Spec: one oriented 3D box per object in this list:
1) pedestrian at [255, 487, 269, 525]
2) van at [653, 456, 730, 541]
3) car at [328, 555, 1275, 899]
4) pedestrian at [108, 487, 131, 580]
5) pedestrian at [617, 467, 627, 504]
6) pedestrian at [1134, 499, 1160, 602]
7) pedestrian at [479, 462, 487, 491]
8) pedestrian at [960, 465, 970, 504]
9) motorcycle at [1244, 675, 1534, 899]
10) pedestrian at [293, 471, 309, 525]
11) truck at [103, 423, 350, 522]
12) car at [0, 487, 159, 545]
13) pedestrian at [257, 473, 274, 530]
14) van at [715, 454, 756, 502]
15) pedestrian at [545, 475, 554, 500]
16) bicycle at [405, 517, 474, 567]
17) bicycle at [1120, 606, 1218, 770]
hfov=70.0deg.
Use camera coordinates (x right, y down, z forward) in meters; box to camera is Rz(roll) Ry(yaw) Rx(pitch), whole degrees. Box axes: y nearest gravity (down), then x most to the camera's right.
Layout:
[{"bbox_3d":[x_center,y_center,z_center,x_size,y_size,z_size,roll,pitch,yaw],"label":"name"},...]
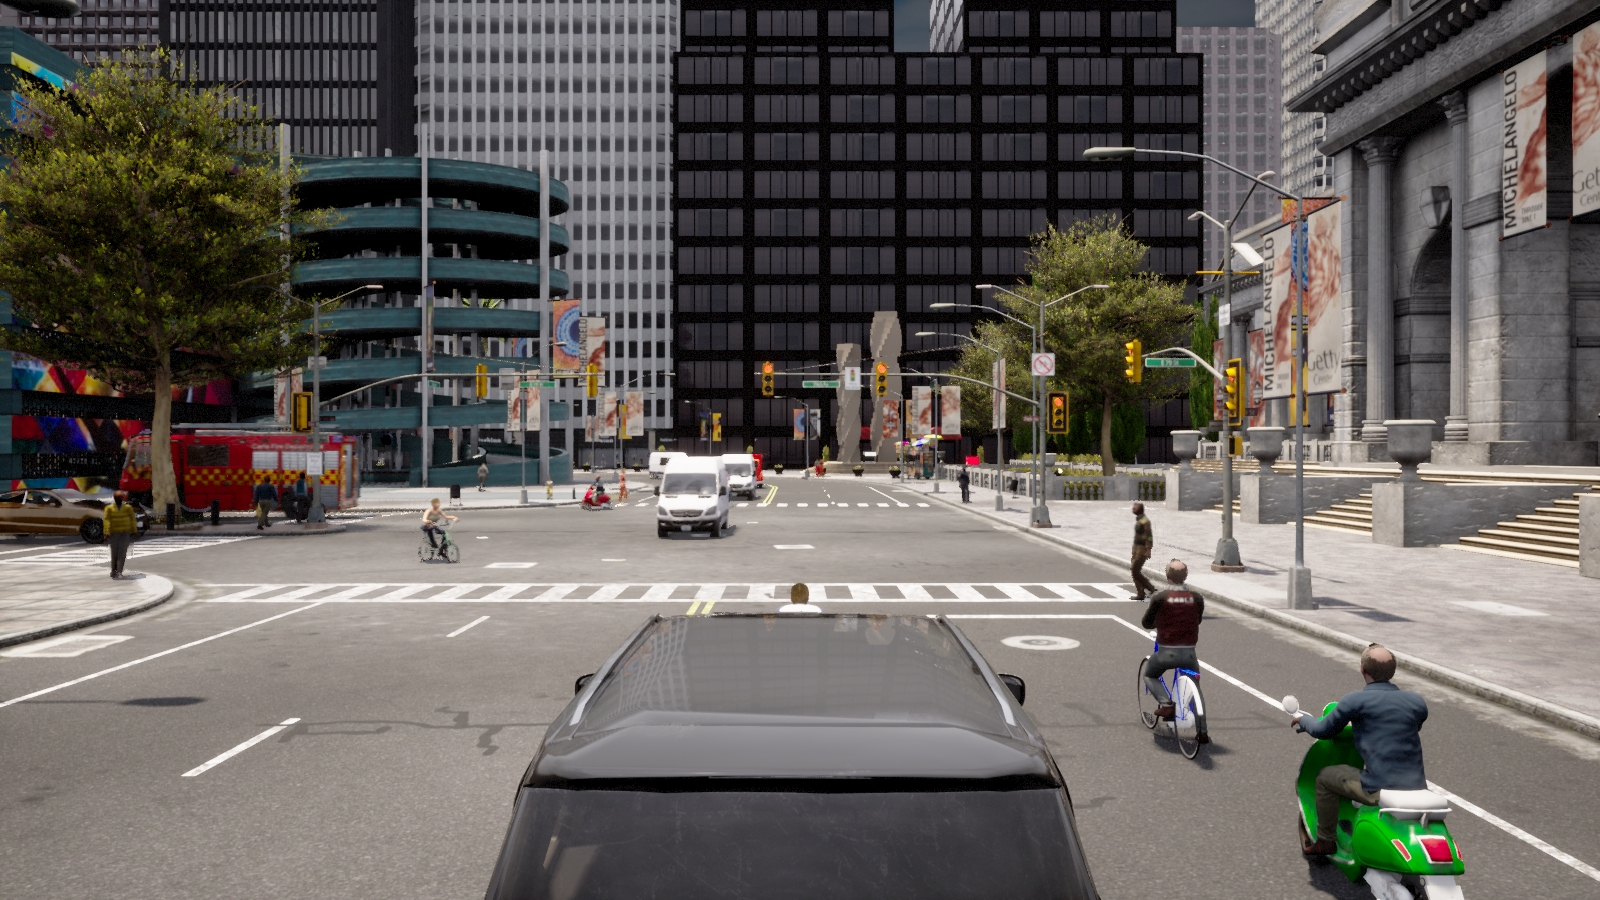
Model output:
[{"bbox_3d":[-18.941,1.968,40.242,0.375,1.300,0.375,0,0,-11],"label":"pedestrian"},{"bbox_3d":[-3.516,1.518,38.053,1.988,2.561,5.915,0,0,0],"label":"van"},{"bbox_3d":[0.021,1.777,5.375,2.150,2.045,5.566,0,0,0],"label":"car"},{"bbox_3d":[-13.827,1.689,23.221,0.375,1.860,0.375,0,0,-34],"label":"pedestrian"},{"bbox_3d":[-9.131,1.826,58.726,0.375,1.860,0.375,0,0,16],"label":"pedestrian"},{"bbox_3d":[6.381,1.841,21.022,0.375,1.860,0.375,0,0,0],"label":"pedestrian"},{"bbox_3d":[-19.963,1.668,71.849,0.375,1.860,0.375,0,0,6],"label":"pedestrian"},{"bbox_3d":[8.059,1.674,55.767,0.375,1.860,0.375,0,0,-13],"label":"pedestrian"},{"bbox_3d":[3.509,2.179,7.029,0.856,1.236,1.805,0,0,0],"label":"motorcycle"},{"bbox_3d":[-17.636,1.689,40.358,0.375,1.860,0.375,0,0,8],"label":"pedestrian"},{"bbox_3d":[-23.040,0.872,46.351,8.468,3.827,2.891,0,0,-7],"label":"truck"},{"bbox_3d":[-22.652,1.978,34.793,5.027,1.651,2.152,0,0,0],"label":"car"},{"bbox_3d":[-17.589,1.689,37.577,0.375,1.860,0.375,0,0,1],"label":"pedestrian"},{"bbox_3d":[-3.536,1.510,63.758,1.988,2.561,5.915,0,0,0],"label":"van"},{"bbox_3d":[-13.091,1.953,59.707,0.375,1.300,0.375,0,0,-19],"label":"pedestrian"},{"bbox_3d":[-8.876,2.245,28.118,1.487,1.080,0.859,0,1,33],"label":"bicycle"},{"bbox_3d":[3.482,2.205,10.903,0.329,1.171,1.835,0,0,0],"label":"bicycle"}]
